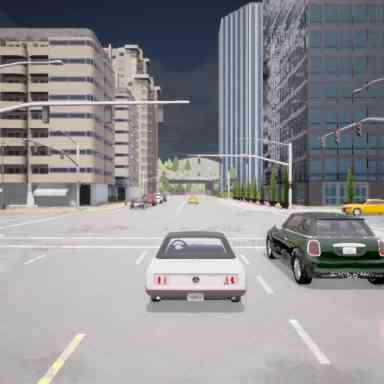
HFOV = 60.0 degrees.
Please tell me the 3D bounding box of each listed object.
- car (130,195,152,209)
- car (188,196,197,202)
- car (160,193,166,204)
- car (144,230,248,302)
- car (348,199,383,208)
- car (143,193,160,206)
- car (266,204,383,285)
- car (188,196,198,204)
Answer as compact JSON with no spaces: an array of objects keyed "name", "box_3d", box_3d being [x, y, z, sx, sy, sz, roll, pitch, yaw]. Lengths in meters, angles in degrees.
[{"name":"car","box_3d":[-7.044,1.491,44.637,2.128,1.511,4.902,0,0,0]},{"name":"car","box_3d":[0.093,1.540,76.514,2.033,1.411,5.357,0,0,0]},{"name":"car","box_3d":[-6.961,1.221,64.685,2.150,2.045,5.566,0,0,2]},{"name":"car","box_3d":[0.085,1.601,8.201,1.895,1.301,4.718,0,0,0]},{"name":"car","box_3d":[16.856,1.422,31.570,5.008,1.535,1.882,0,0,1]},{"name":"car","box_3d":[-7.025,1.222,54.209,2.150,2.045,5.566,0,0,0]},{"name":"car","box_3d":[3.593,1.352,9.691,2.097,1.767,4.553,0,0,0]},{"name":"car","box_3d":[0.177,1.477,64.285,1.882,1.535,5.008,0,0,0]}]
